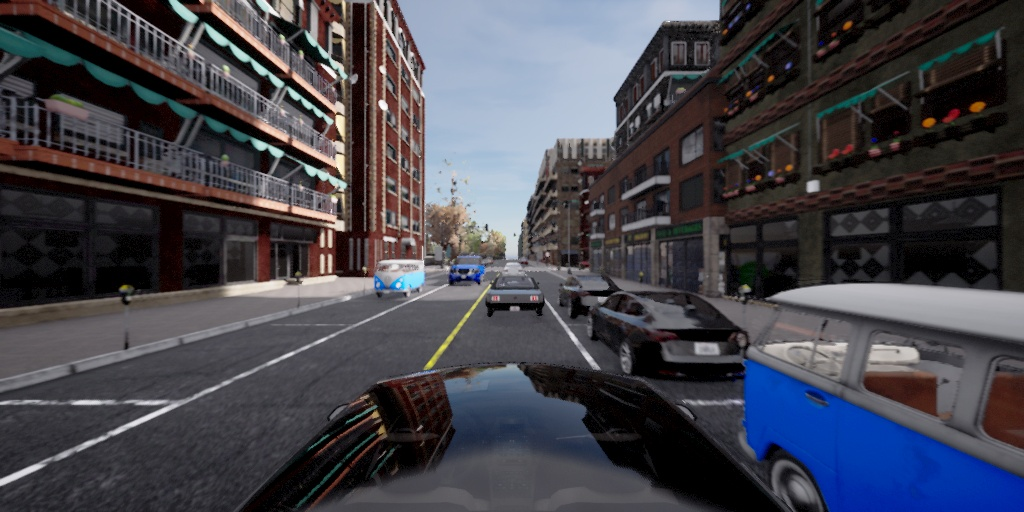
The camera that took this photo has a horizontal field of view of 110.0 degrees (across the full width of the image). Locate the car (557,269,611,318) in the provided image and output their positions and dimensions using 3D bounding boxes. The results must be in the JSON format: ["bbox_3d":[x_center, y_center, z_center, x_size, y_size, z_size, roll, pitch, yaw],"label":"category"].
[{"bbox_3d":[2.694,1.318,12.704,1.948,1.339,4.313,0,0,0],"label":"car"}]

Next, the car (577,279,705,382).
[{"bbox_3d":[2.693,1.317,7.042,1.948,1.339,4.313,0,0,0],"label":"car"}]

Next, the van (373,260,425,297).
[{"bbox_3d":[-5.686,1.096,18.366,1.690,1.789,3.998,0,0,0],"label":"van"}]

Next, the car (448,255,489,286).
[{"bbox_3d":[-3.094,0.980,25.676,2.150,2.045,5.566,0,0,0],"label":"car"}]

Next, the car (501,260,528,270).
[{"bbox_3d":[0.104,1.288,29.919,1.812,1.442,4.674,0,0,0],"label":"car"}]

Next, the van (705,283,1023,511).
[{"bbox_3d":[2.692,1.091,1.380,1.690,1.789,3.998,0,0,0],"label":"van"}]

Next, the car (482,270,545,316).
[{"bbox_3d":[0.099,1.354,13.390,1.895,1.301,4.718,0,0,0],"label":"car"}]

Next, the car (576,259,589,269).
[{"bbox_3d":[13.462,1.398,61.070,5.009,1.841,2.192,0,0,-1],"label":"car"}]
